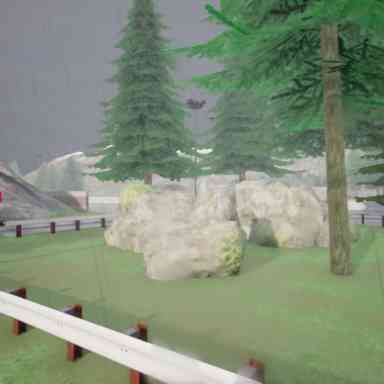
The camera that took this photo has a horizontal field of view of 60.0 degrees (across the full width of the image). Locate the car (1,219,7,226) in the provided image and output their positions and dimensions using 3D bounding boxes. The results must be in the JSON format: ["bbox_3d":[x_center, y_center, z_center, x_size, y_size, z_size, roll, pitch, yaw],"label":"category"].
[{"bbox_3d":[-11.340,1.368,15.140,5.357,1.411,2.033,0,0,6],"label":"car"}]
